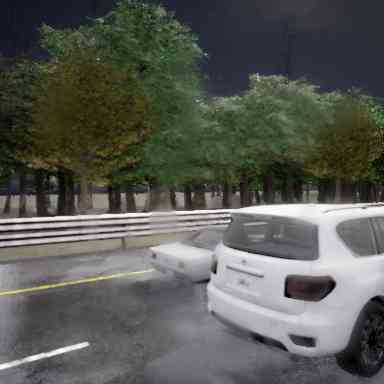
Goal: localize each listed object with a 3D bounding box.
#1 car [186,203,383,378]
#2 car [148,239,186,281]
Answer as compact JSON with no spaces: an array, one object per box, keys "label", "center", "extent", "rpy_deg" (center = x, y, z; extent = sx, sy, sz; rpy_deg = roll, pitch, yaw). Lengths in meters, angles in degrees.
[{"label":"car","center":[2.834,1.216,5.762],"extent":[5.566,2.045,2.150],"rpy_deg":[0,0,-35]},{"label":"car","center":[1.305,1.594,8.969],"extent":[4.718,1.301,1.895],"rpy_deg":[0,0,-35]}]
